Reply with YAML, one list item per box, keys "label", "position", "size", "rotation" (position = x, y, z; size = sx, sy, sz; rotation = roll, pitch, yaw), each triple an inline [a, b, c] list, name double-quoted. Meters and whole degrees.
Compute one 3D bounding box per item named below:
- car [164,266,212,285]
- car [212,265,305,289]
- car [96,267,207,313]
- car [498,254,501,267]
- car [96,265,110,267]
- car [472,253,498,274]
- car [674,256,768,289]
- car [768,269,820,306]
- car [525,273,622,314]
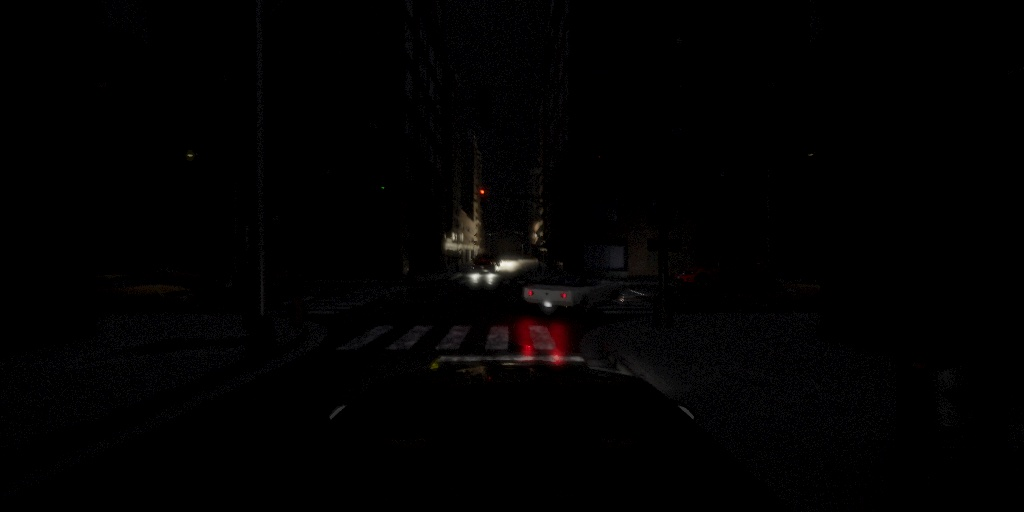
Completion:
- label: "car"
  position: [-19.978, 1.215, 21.111]
  size: [4.207, 1.307, 1.802]
  rotation: [0, 0, 0]
- label: "car"
  position: [-14.565, 1.195, 21.113]
  size: [4.313, 1.339, 1.948]
  rotation: [0, 0, 0]
- label: "car"
  position: [-14.401, 1.238, 13.088]
  size: [4.829, 1.417, 1.751]
  rotation: [0, 0, 0]
- label: "car"
  position: [-2.917, 0.634, 55.364]
  size: [2.150, 2.045, 5.566]
  rotation: [0, 1, 0]
- label: "car"
  position: [-25.390, 1.202, 21.110]
  size: [4.313, 1.339, 1.948]
  rotation: [0, 0, 0]
- label: "car"
  position: [-2.908, 0.750, 38.131]
  size: [2.150, 2.045, 5.566]
  rotation: [0, 0, 0]
- label: "car"
  position: [12.318, 0.921, 21.122]
  size: [5.009, 1.841, 2.192]
  rotation: [0, 0, 0]
- label: "car"
  position: [12.482, 1.215, 13.097]
  size: [4.829, 1.417, 1.751]
  rotation: [0, 0, 0]
- label: "car"
  position: [2.525, 1.290, 13.610]
  size: [1.895, 1.301, 4.718]
  rotation: [0, 0, 37]
